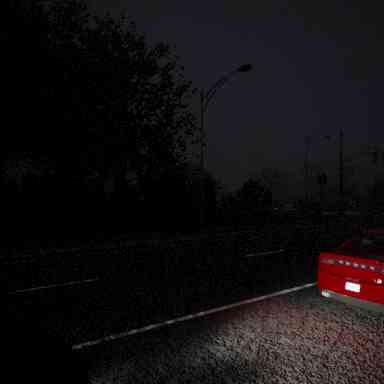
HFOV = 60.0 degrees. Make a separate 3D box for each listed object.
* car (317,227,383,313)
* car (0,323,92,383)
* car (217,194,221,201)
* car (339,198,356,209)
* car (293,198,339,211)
[{"bbox_3d":[4.771,1.478,7.128,5.008,1.535,1.882,0,0,-35],"label":"car"},{"bbox_3d":[-2.980,1.492,1.628,4.902,1.511,2.128,0,0,-35],"label":"car"},{"bbox_3d":[3.913,1.454,56.641,1.812,1.442,4.674,0,1,-32],"label":"car"},{"bbox_3d":[19.663,1.491,44.959,2.128,1.511,4.902,0,0,-31],"label":"car"},{"bbox_3d":[14.463,1.478,39.831,1.882,1.535,5.008,0,0,-33],"label":"car"}]
